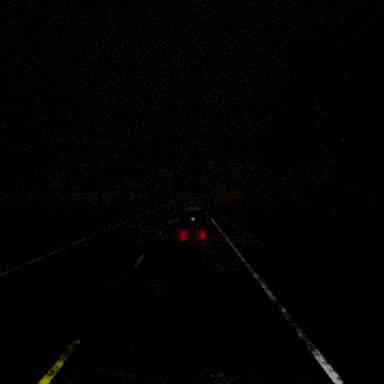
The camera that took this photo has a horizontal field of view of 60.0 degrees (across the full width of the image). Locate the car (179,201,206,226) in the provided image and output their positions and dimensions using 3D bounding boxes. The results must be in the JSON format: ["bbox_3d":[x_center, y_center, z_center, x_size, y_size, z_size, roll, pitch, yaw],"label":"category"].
[{"bbox_3d":[0.068,1.628,24.300,1.812,1.442,4.674,0,0,0],"label":"car"}]
